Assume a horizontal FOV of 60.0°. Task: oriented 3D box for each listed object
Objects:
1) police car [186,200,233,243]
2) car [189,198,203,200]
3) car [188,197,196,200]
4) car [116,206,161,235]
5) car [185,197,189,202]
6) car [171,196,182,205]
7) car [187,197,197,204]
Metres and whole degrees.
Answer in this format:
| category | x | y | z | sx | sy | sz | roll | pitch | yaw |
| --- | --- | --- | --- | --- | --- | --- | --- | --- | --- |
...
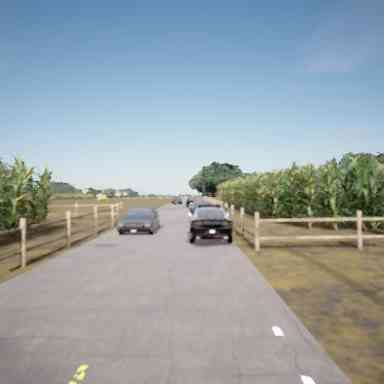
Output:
| category | x | y | z | sx | sy | sz | roll | pitch | yaw |
| --- | --- | --- | --- | --- | --- | --- | --- | --- | --- |
| police car | 0.823 | 1.400 | 16.136 | 1.930 | 1.638 | 5.238 | 0 | 0 | 0 |
| car | 0.821 | 1.477 | 26.030 | 1.837 | 1.490 | 4.892 | 0 | 0 | 0 |
| car | 0.821 | 1.452 | 32.030 | 1.882 | 1.535 | 5.008 | 0 | 0 | 0 |
| car | -2.853 | 1.520 | 18.911 | 2.033 | 1.411 | 5.357 | 0 | 0 | 0 |
| car | -0.006 | 1.488 | 51.497 | 1.882 | 1.535 | 5.008 | 0 | 0 | 0 |
| car | -2.786 | 1.520 | 61.438 | 1.882 | 1.535 | 5.008 | 0 | 0 | 1 |
| car | -0.008 | 1.663 | 66.472 | 1.895 | 1.301 | 4.718 | 0 | 0 | 0 |
